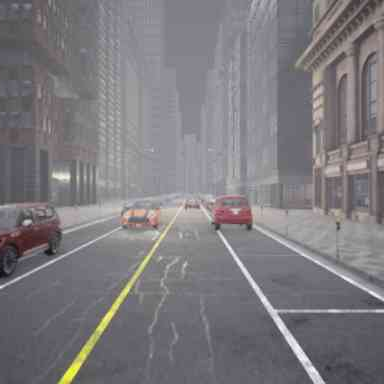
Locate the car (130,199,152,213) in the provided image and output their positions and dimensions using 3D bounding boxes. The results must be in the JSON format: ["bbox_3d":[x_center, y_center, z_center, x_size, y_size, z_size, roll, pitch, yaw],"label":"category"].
[{"bbox_3d":[-5.758,1.519,38.241,1.752,1.417,4.829,0,0,0],"label":"car"}]

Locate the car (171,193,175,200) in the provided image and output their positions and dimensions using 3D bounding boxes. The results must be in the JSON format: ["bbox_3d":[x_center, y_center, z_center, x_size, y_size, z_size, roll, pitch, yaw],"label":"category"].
[{"bbox_3d":[-5.757,1.430,77.624,1.967,1.590,4.097,0,0,0],"label":"car"}]

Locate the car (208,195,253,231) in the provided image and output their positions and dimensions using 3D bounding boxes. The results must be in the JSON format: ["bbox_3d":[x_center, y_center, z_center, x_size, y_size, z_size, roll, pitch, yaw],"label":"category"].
[{"bbox_3d":[2.395,1.224,20.924,2.150,2.045,5.566,0,0,0],"label":"car"}]

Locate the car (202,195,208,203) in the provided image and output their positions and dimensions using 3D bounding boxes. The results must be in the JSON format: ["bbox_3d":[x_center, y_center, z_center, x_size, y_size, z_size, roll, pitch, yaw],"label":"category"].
[{"bbox_3d":[2.767,1.537,49.623,1.887,1.381,4.507,0,0,0],"label":"car"}]

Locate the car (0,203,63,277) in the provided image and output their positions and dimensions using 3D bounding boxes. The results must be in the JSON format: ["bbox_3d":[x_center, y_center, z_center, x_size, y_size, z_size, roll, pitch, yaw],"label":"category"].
[{"bbox_3d":[-5.758,1.312,10.402,2.192,1.841,5.009,0,0,0],"label":"car"}]

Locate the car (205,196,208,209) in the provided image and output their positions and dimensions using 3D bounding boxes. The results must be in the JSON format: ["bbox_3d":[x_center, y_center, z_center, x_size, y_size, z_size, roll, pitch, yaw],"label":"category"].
[{"bbox_3d":[2.767,1.519,38.589,1.752,1.417,4.829,0,0,0],"label":"car"}]

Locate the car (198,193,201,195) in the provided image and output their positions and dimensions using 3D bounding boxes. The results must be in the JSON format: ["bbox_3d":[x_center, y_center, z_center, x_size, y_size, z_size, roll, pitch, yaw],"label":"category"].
[{"bbox_3d":[2.769,1.431,72.032,1.967,1.590,4.097,0,0,0],"label":"car"}]

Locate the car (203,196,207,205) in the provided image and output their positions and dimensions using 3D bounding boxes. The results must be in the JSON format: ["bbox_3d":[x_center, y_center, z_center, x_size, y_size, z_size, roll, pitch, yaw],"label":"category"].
[{"bbox_3d":[2.767,1.538,44.021,1.887,1.381,4.507,0,0,0],"label":"car"}]

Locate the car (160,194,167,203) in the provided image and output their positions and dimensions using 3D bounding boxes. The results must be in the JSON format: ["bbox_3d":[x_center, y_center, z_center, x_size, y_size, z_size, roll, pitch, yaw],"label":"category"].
[{"bbox_3d":[-5.758,1.536,55.217,1.887,1.381,4.507,0,0,0],"label":"car"}]

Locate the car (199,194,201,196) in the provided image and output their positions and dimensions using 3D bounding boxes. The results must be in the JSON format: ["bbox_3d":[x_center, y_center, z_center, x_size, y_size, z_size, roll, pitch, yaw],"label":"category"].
[{"bbox_3d":[2.768,1.536,66.430,1.887,1.381,4.507,0,0,0],"label":"car"}]

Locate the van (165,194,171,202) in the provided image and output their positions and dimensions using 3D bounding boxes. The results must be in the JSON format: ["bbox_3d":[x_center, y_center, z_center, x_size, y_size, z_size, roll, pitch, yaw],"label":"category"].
[{"bbox_3d":[-5.757,1.332,66.421,1.690,1.788,3.998,0,0,0],"label":"van"}]

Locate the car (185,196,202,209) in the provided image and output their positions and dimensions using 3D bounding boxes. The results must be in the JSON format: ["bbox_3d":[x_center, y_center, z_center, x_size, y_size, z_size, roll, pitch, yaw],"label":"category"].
[{"bbox_3d":[0.051,1.557,45.108,1.994,1.385,4.181,0,0,0],"label":"car"}]

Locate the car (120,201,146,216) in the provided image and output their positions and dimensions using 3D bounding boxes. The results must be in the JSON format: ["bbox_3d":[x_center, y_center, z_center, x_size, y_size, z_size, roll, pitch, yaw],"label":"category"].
[{"bbox_3d":[-5.759,1.576,32.809,1.802,1.307,4.206,0,0,0],"label":"car"}]

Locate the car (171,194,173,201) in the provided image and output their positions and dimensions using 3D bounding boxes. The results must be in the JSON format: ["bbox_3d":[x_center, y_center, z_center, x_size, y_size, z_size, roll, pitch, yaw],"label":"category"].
[{"bbox_3d":[-5.757,1.572,72.022,1.802,1.307,4.206,0,0,0],"label":"car"}]

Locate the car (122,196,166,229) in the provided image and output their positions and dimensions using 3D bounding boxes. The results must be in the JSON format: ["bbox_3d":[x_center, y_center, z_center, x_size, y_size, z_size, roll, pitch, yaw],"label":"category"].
[{"bbox_3d":[-3.098,1.347,21.589,2.097,1.767,4.553,0,0,0],"label":"car"}]

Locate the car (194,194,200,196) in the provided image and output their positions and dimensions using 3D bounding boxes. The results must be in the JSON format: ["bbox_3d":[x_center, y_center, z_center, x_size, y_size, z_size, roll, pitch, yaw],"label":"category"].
[{"bbox_3d":[0.002,1.592,61.258,1.895,1.301,4.718,0,0,0],"label":"car"}]
